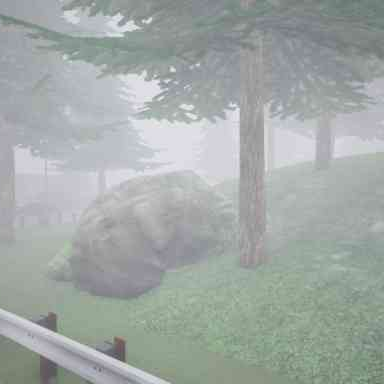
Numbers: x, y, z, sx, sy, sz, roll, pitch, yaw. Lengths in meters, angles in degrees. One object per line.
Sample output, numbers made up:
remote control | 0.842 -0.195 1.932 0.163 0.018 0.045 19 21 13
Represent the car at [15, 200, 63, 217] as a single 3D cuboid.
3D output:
car | -13.278 1.490 27.867 1.837 1.490 4.892 0 0 35
